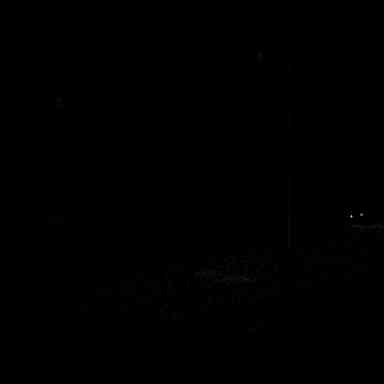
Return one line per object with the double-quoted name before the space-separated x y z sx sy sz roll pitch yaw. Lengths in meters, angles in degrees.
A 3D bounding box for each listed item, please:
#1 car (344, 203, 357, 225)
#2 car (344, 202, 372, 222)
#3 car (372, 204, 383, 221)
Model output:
"car" 9.189 1.633 24.245 1.947 1.339 4.313 1 0 -35
"car" 10.730 1.314 26.466 2.150 2.045 5.566 1 -1 -35
"car" 15.730 1.709 28.896 1.947 1.339 4.313 1 0 -35
